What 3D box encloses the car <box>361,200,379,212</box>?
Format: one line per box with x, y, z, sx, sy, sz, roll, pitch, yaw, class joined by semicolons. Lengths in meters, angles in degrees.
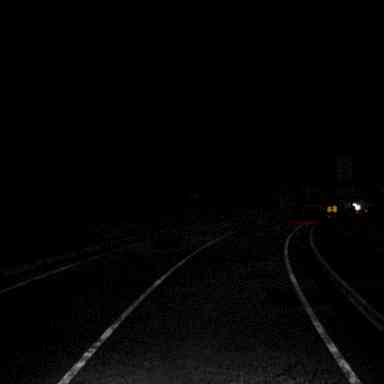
21.173;1.793;41.783;4.674;1.442;1.812;0;-4;-40;car

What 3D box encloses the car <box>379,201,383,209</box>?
28.903;2.151;52.313;4.181;1.385;1.994;0;-5;-29;car

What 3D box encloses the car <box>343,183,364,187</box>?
38.653;-1.388;81.265;4.674;1.452;2.002;1;-5;-6;car

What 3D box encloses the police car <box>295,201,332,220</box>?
11.012;1.653;30.557;1.930;1.638;5.238;-3;-2;34;police car

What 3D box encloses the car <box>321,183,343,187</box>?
33.134;-1.485;80.700;4.892;1.521;2.231;0;-5;-5;car

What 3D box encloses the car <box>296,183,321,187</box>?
27.634;-1.515;80.236;4.892;1.521;2.231;0;-5;-5;car

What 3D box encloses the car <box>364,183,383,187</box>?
44.159;-1.355;81.955;5.008;1.535;2.097;1;-5;-7;car

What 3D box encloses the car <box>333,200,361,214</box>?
17.120;1.715;38.005;1.801;1.575;5.366;-5;-4;44;car

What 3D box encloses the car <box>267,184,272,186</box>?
16.730;-1.674;79.341;4.553;1.767;2.185;0;-5;-5;car
